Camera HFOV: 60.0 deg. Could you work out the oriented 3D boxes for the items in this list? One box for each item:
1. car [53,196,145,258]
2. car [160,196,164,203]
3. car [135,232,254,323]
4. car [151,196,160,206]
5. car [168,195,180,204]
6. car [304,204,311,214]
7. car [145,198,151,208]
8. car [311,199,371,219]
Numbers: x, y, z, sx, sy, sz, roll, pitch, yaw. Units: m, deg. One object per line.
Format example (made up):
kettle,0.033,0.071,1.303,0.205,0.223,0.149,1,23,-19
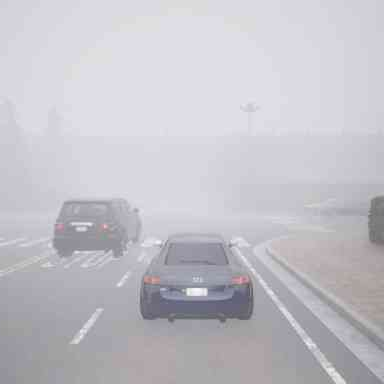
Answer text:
car,-3.408,1.224,12.940,2.150,2.045,5.566,0,0,0
car,-7.008,1.524,69.820,1.812,1.442,4.674,0,0,0
car,0.082,1.564,7.315,1.994,1.385,4.181,0,0,0
car,-7.083,1.601,56.795,1.895,1.301,4.718,0,0,0
car,-3.410,1.352,62.243,2.097,1.767,4.553,0,0,0
car,13.193,1.422,31.455,5.008,1.535,1.882,0,0,0
car,-7.095,1.352,44.246,2.097,1.767,4.553,0,0,0
car,13.100,1.435,27.960,4.902,1.511,2.128,0,0,0
